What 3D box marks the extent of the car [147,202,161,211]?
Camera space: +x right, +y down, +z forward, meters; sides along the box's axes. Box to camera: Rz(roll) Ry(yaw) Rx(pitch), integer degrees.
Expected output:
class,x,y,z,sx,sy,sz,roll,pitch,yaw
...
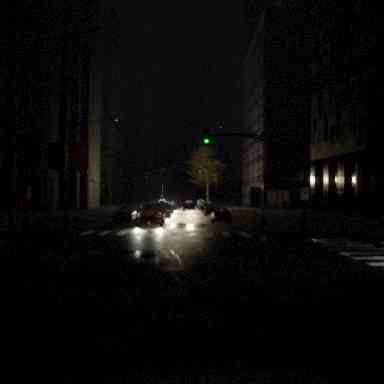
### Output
class,x,y,z,sx,sy,sz,roll,pitch,yaw
car,-6.233,2.352,54.536,1.752,1.417,4.829,1,-1,-1

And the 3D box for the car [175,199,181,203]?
class,x,y,z,sx,sy,sz,roll,pitch,yaw
car,-3.547,2.411,58.132,2.128,1.511,4.902,1,-1,0

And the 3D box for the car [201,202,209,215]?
class,x,y,z,sx,sy,sz,roll,pitch,yaw
car,2.433,2.243,40.702,1.887,1.381,4.507,1,-1,-1

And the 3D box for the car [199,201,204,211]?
class,x,y,z,sx,sy,sz,roll,pitch,yaw
car,2.378,2.340,46.145,2.008,1.369,4.403,1,-1,-1

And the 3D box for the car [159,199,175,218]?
class,x,y,z,sx,sy,sz,roll,pitch,yaw
car,-3.374,1.913,36.748,2.097,1.767,4.553,1,-1,0

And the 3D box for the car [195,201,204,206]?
class,x,y,z,sx,sy,sz,roll,pitch,yaw
car,1.953,3.050,87.743,2.008,1.369,4.403,1,-1,-1

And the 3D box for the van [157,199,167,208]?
class,x,y,z,sx,sy,sz,roll,pitch,yaw
van,-6.399,2.447,70.946,1.690,1.788,3.998,1,-1,-1

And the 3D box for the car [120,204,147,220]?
class,x,y,z,sx,sy,sz,roll,pitch,yaw
car,-6.030,2.045,34.724,2.008,1.369,4.403,1,-1,-1

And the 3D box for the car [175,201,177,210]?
class,x,y,z,sx,sy,sz,roll,pitch,yaw
car,-3.477,2.327,46.623,1.895,1.301,4.718,1,-1,0

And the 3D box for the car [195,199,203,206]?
class,x,y,z,sx,sy,sz,roll,pitch,yaw
car,1.901,2.906,93.035,2.192,1.841,5.009,1,-1,-1

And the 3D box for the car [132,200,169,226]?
class,x,y,z,sx,sy,sz,roll,pitch,yaw
car,-3.258,1.751,27.006,2.097,1.767,4.553,1,-1,-1

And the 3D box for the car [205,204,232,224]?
class,x,y,z,sx,sy,sz,roll,pitch,yaw
car,2.545,2.068,29.815,2.008,1.369,4.403,1,-1,-1

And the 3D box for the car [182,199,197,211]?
class,x,y,z,sx,sy,sz,roll,pitch,yaw
car,-0.510,2.444,58.646,1.882,1.535,5.008,1,-1,-1

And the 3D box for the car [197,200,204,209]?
class,x,y,z,sx,sy,sz,roll,pitch,yaw
car,2.277,2.506,56.015,2.008,1.369,4.403,1,-1,-1

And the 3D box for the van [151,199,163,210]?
class,x,y,z,sx,sy,sz,roll,pitch,yaw
van,-6.288,2.262,60.121,1.690,1.788,3.998,1,-1,-1

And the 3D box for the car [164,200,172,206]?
class,x,y,z,sx,sy,sz,roll,pitch,yaw
car,-6.622,3.024,92.591,1.887,1.381,4.507,1,-1,-1

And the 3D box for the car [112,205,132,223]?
class,x,y,z,sx,sy,sz,roll,pitch,yaw
car,-5.979,1.963,29.733,2.008,1.369,4.403,1,-1,-1

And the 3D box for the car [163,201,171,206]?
class,x,y,z,sx,sy,sz,roll,pitch,yaw
car,-6.567,2.967,87.177,1.802,1.307,4.206,1,-1,-1

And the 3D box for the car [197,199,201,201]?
class,x,y,z,sx,sy,sz,roll,pitch,yaw
car,2.221,2.574,61.473,1.752,1.417,4.829,1,-1,-1

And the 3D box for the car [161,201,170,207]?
class,x,y,z,sx,sy,sz,roll,pitch,yaw
car,-6.511,2.842,81.766,2.008,1.369,4.403,1,-1,-1

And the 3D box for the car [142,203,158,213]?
class,x,y,z,sx,sy,sz,roll,pitch,yaw
car,-6.179,2.304,49.293,1.947,1.339,4.313,1,-1,-1
